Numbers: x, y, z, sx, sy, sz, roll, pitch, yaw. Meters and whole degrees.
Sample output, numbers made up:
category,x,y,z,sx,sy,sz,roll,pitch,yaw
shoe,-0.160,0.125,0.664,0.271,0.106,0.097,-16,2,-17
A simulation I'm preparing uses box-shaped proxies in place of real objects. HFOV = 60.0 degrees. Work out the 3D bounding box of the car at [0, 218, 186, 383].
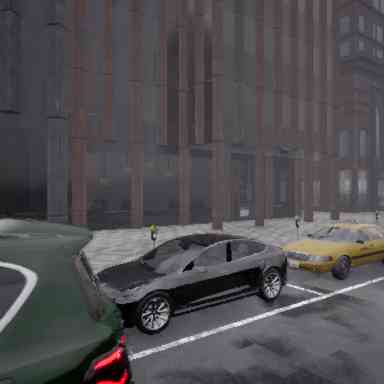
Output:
category,x,y,z,sx,sy,sz,roll,pitch,yaw
car,-2.939,1.221,1.275,5.566,2.045,2.150,0,0,-36

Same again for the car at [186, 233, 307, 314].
category,x,y,z,sx,sy,sz,roll,pitch,yaw
car,0.122,1.566,6.747,4.313,1.339,1.947,0,0,-36

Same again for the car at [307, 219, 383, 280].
category,x,y,z,sx,sy,sz,roll,pitch,yaw
car,4.565,1.527,9.931,4.829,1.417,1.752,0,0,-36
